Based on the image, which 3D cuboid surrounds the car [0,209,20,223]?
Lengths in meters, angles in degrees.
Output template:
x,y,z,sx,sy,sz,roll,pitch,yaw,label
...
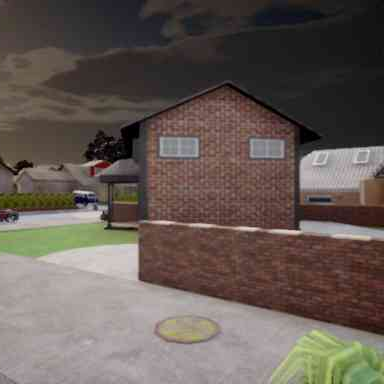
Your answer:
x,y,z,sx,sy,sz,roll,pitch,yaw,label
-14.635,1.520,23.294,1.812,1.442,4.674,0,0,38,car
